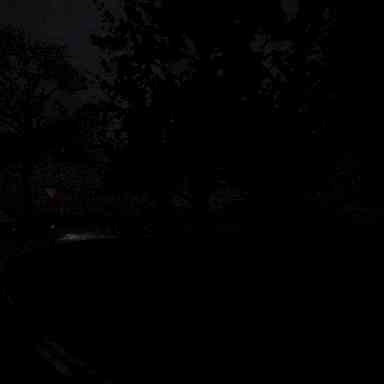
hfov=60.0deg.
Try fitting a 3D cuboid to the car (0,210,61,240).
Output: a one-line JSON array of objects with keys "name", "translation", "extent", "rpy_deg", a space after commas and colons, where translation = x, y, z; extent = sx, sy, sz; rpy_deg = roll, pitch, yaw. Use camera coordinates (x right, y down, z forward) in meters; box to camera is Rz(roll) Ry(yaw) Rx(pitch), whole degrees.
[{"name": "car", "translation": [-9.342, 1.592, 16.241], "extent": [5.357, 1.411, 2.033], "rpy_deg": [0, 0, -14]}]
